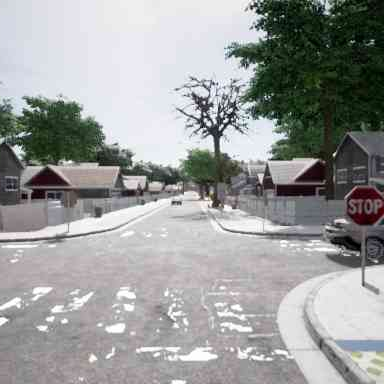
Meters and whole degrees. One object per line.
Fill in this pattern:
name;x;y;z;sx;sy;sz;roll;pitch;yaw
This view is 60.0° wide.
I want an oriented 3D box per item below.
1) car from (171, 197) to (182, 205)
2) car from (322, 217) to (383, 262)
car;-2.748;1.593;60.421;2.033;1.411;5.357;0;0;0
car;6.932;1.370;11.098;4.902;1.511;2.128;-1;0;-1
